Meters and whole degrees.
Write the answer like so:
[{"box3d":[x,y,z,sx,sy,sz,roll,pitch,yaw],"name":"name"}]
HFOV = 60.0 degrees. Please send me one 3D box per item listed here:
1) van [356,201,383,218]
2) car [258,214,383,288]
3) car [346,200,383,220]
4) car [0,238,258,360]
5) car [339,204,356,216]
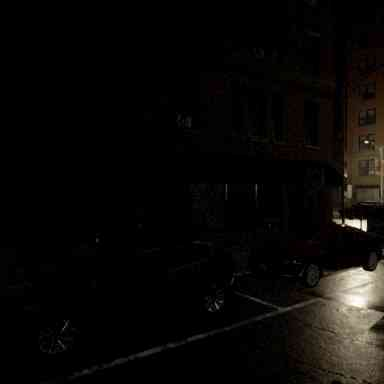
[{"box3d":[8.145,1.338,12.500,3.998,1.788,1.690,0,0,-35],"name":"van"},{"box3d":[3.522,1.544,9.234,4.507,1.381,1.887,0,0,-35],"name":"car"},{"box3d":[15.871,1.485,27.915,2.128,1.511,4.902,0,0,-36],"name":"car"},{"box3d":[-1.099,1.566,5.967,4.313,1.339,1.947,0,0,-35],"name":"car"},{"box3d":[13.842,1.583,25.180,1.895,1.301,4.718,0,0,-36],"name":"car"}]
